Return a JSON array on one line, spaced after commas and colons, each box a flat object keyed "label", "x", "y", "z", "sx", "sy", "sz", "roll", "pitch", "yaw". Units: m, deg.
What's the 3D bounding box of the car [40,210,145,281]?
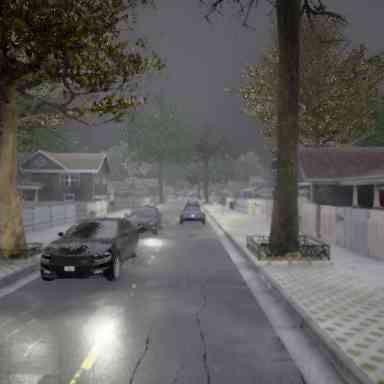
[{"label": "car", "x": -2.848, "y": 1.526, "z": 10.242, "sx": 1.882, "sy": 1.535, "sz": 5.008, "roll": 0, "pitch": 0, "yaw": 0}]

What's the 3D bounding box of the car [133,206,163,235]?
[{"label": "car", "x": -2.764, "y": 1.600, "z": 19.588, "sx": 1.837, "sy": 1.490, "sz": 4.892, "roll": 0, "pitch": 0, "yaw": 0}]

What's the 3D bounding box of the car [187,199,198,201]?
[{"label": "car", "x": 0.049, "y": 1.710, "z": 43.648, "sx": 2.128, "sy": 1.511, "sz": 4.902, "roll": 0, "pitch": 0, "yaw": 0}]

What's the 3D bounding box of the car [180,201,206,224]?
[{"label": "car", "x": 0.060, "y": 1.691, "z": 26.149, "sx": 1.994, "sy": 1.385, "sz": 4.181, "roll": 0, "pitch": 0, "yaw": 0}]
